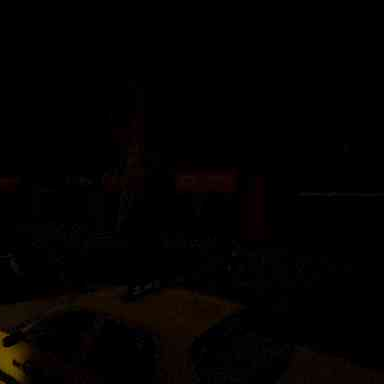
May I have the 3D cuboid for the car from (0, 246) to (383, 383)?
[{"bbox_3d":[-0.657,1.511,3.276,4.829,1.417,1.752,0,0,35],"label":"car"}]

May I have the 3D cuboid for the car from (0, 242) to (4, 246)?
[{"bbox_3d":[-5.033,1.393,6.397,4.097,1.590,1.967,0,0,35],"label":"car"}]
